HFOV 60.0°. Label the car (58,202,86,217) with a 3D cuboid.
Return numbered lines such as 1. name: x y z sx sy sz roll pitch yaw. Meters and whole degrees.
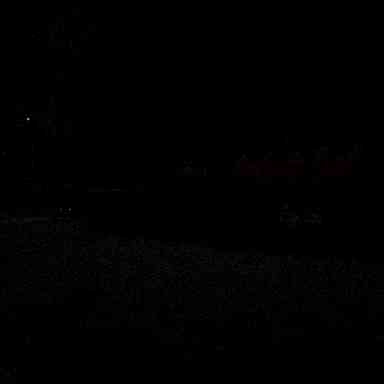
1. car: -10.148 1.615 31.627 1.895 1.301 4.718 -1 0 36
